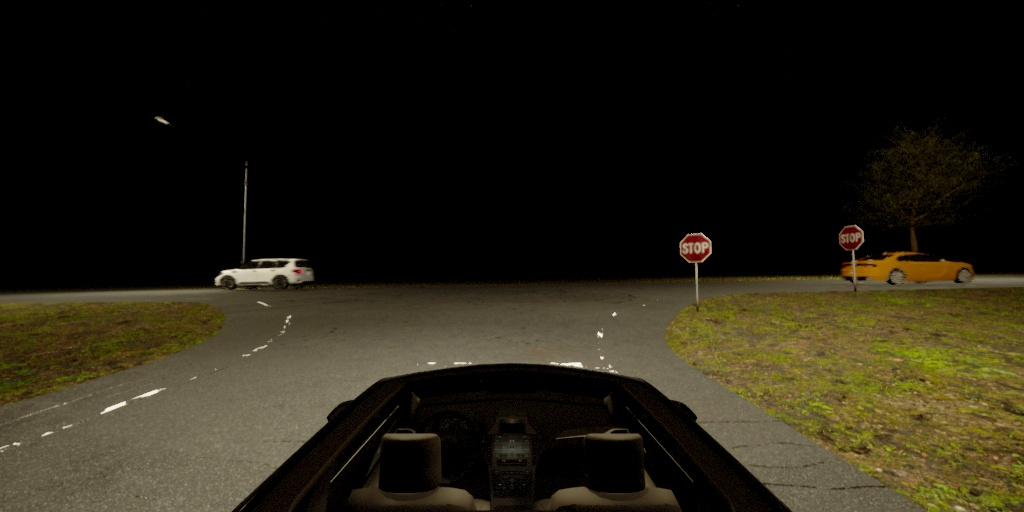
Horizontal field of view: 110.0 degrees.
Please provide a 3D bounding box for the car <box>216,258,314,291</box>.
[{"bbox_3d":[-15.905,1.219,23.325,5.566,2.045,2.150,-1,-3,1],"label":"car"}]

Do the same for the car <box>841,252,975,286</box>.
[{"bbox_3d":[18.251,0.577,16.654,5.008,1.535,1.882,-1,-3,-1],"label":"car"}]
